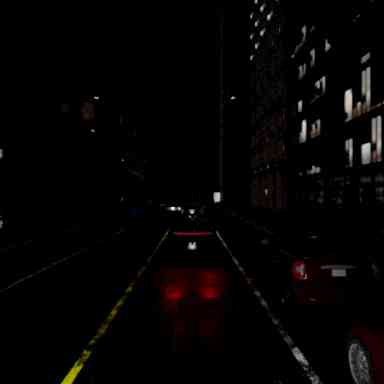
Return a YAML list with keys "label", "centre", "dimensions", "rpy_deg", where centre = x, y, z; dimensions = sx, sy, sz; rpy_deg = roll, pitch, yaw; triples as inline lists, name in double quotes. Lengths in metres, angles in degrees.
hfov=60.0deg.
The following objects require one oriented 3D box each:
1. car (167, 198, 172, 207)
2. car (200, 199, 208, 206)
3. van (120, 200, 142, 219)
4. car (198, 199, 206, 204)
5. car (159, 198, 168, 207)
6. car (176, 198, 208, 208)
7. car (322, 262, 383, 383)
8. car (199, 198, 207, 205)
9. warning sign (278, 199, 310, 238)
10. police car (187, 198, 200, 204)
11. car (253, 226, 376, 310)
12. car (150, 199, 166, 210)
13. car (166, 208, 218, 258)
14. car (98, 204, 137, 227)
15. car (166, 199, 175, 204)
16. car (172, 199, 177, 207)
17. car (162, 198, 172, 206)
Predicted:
- label: "car"
  centre: [-5.688, 1.998, 64.508]
  dimensions: [2.192, 1.841, 5.009]
  rpy_deg: [0, -1, 0]
- label: "car"
  centre: [2.694, 2.334, 75.972]
  dimensions: [1.752, 1.417, 4.829]
  rpy_deg: [0, -1, 0]
- label: "van"
  centre: [-5.688, 1.661, 30.619]
  dimensions: [1.690, 1.788, 3.998]
  rpy_deg: [0, -1, 0]
- label: "car"
  centre: [2.694, 2.483, 87.099]
  dimensions: [2.008, 1.369, 4.403]
  rpy_deg: [0, -1, 0]
- label: "car"
  centre: [-5.687, 2.203, 58.857]
  dimensions: [1.802, 1.307, 4.206]
  rpy_deg: [0, -1, 0]
- label: "car"
  centre: [0.024, 1.648, 28.417]
  dimensions: [2.097, 1.767, 4.553]
  rpy_deg: [0, -1, 0]
- label: "car"
  centre: [2.690, 1.608, 2.374]
  dimensions: [1.802, 1.307, 4.206]
  rpy_deg: [0, -1, 0]
- label: "car"
  centre: [2.694, 2.310, 81.450]
  dimensions: [1.967, 1.590, 4.097]
  rpy_deg: [0, -1, 0]
- label: "warning sign"
  centre: [5.068, 1.289, 16.616]
  dimensions: [1.300, 1.860, 1.060]
  rpy_deg: [0, -1, 0]
- label: "police car"
  centre: [0.252, 2.352, 86.597]
  dimensions: [1.930, 1.638, 5.238]
  rpy_deg: [0, -1, -18]
- label: "car"
  centre: [2.691, 1.525, 8.023]
  dimensions: [1.967, 1.590, 4.097]
  rpy_deg: [0, -1, 0]
- label: "car"
  centre: [-5.688, 2.140, 53.209]
  dimensions: [1.802, 1.307, 4.206]
  rpy_deg: [0, -1, 0]
- label: "car"
  centre: [0.022, 1.634, 13.490]
  dimensions: [2.128, 1.511, 4.902]
  rpy_deg: [0, 0, 0]
- label: "car"
  centre: [-5.689, 1.827, 24.968]
  dimensions: [1.947, 1.339, 4.313]
  rpy_deg: [0, -1, 0]
- label: "car"
  centre: [-5.686, 2.484, 87.098]
  dimensions: [2.008, 1.369, 4.403]
  rpy_deg: [0, -1, 0]
- label: "car"
  centre: [-3.008, 2.292, 65.299]
  dimensions: [1.895, 1.301, 4.718]
  rpy_deg: [0, -1, 0]
- label: "car"
  centre: [-5.687, 2.248, 75.804]
  dimensions: [1.967, 1.590, 4.097]
  rpy_deg: [0, -1, 0]
